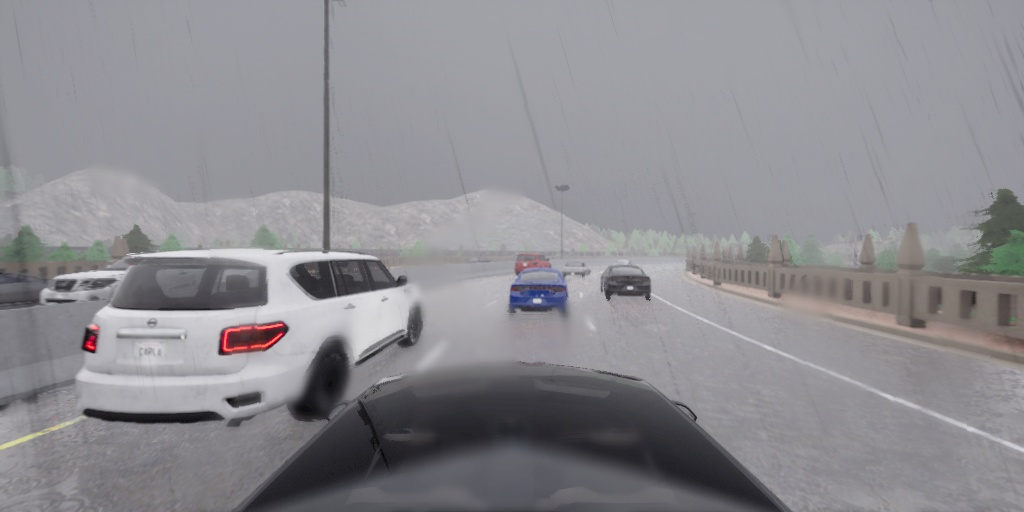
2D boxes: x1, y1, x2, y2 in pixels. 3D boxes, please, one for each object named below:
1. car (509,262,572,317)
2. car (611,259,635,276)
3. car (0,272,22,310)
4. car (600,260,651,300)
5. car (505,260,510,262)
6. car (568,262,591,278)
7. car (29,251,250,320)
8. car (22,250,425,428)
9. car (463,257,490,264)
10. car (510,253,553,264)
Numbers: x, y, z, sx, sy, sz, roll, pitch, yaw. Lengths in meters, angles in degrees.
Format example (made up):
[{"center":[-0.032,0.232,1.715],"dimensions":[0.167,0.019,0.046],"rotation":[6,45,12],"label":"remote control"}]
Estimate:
[{"center":[1.077,1.157,13.032],"dimensions":[1.882,1.535,5.008],"rotation":[0,0,8],"label":"car"},{"center":[11.011,1.090,35.378],"dimensions":[1.812,1.442,4.674],"rotation":[0,0,23],"label":"car"},{"center":[-16.897,1.194,11.225],"dimensions":[1.994,1.385,4.181],"rotation":[0,0,6],"label":"car"},{"center":[5.300,1.144,17.123],"dimensions":[1.882,1.535,5.008],"rotation":[0,0,11],"label":"car"},{"center":[0.620,0.901,53.640],"dimensions":[2.128,1.511,4.902],"rotation":[0,0,31],"label":"car"},{"center":[5.833,1.171,31.954],"dimensions":[1.895,1.301,4.718],"rotation":[0,0,20],"label":"car"},{"center":[-13.185,0.849,13.467],"dimensions":[2.150,2.045,5.566],"rotation":[0,0,7],"label":"car"},{"center":[-3.176,0.933,5.954],"dimensions":[2.150,2.045,5.566],"rotation":[0,0,3],"label":"car"},{"center":[-5.007,0.887,50.790],"dimensions":[1.882,1.535,5.008],"rotation":[0,1,28],"label":"car"},{"center":[1.930,0.782,31.438],"dimensions":[2.150,2.045,5.566],"rotation":[0,0,19],"label":"car"}]
